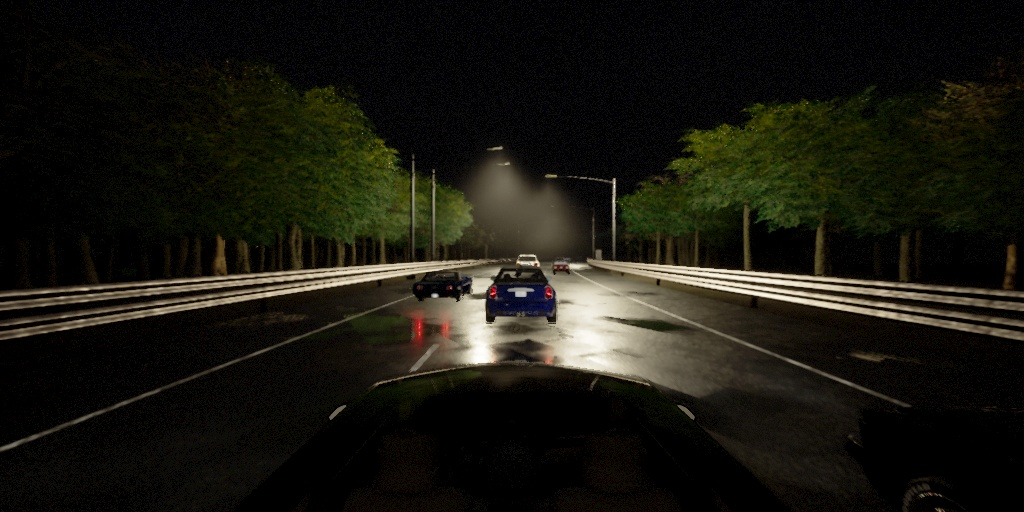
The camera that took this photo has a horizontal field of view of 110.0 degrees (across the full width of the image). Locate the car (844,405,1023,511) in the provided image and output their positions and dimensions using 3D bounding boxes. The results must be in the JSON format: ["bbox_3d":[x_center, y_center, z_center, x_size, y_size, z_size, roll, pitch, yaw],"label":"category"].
[{"bbox_3d":[3.502,1.355,0.583,1.895,1.301,4.718,0,0,0],"label":"car"}]

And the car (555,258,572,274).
[{"bbox_3d":[5.524,1.247,40.738,2.033,1.411,5.357,0,0,6],"label":"car"}]

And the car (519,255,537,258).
[{"bbox_3d":[1.583,0.926,34.946,2.150,2.045,5.566,0,0,5],"label":"car"}]

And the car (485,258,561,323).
[{"bbox_3d":[0.303,1.088,12.213,2.097,1.767,4.553,0,0,1],"label":"car"}]

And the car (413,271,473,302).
[{"bbox_3d":[-3.052,1.327,16.858,1.895,1.301,4.718,0,0,2],"label":"car"}]
